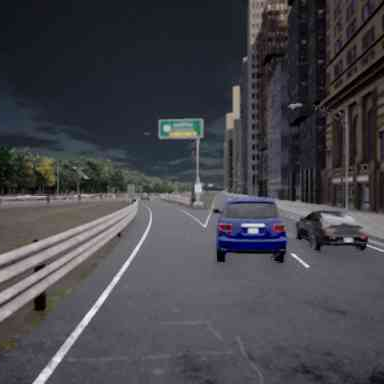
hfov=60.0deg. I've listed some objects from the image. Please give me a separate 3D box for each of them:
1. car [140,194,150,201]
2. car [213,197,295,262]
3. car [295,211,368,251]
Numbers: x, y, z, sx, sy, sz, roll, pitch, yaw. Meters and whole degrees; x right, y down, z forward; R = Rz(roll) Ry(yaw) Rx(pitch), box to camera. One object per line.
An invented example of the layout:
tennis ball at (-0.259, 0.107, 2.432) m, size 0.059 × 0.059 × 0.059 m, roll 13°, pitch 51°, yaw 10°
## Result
car at (-9.815, 1.136, 69.930) m, size 2.033 × 1.411 × 5.357 m, roll 0°, pitch 0°, yaw -11°
car at (1.967, 1.202, 12.235) m, size 2.150 × 2.045 × 5.566 m, roll 0°, pitch 0°, yaw 4°
car at (5.603, 1.493, 13.819) m, size 1.812 × 1.442 × 4.674 m, roll 0°, pitch 0°, yaw 4°
